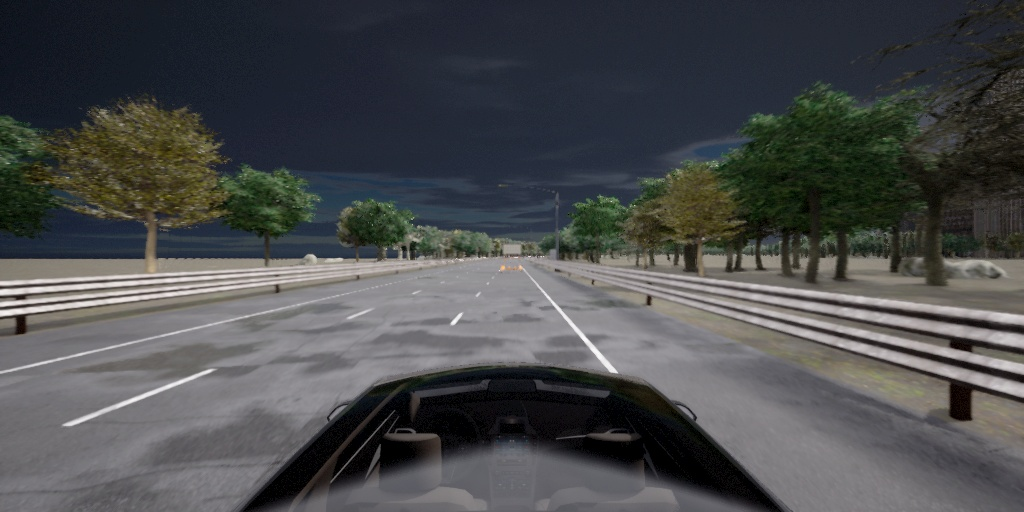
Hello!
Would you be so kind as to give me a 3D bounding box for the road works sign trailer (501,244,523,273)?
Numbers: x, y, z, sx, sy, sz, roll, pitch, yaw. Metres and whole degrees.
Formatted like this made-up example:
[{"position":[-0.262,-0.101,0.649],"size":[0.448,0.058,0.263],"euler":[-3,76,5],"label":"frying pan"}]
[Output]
[{"position":[0.006,0.214,43.258],"size":[2.380,3.560,2.880],"euler":[0,0,0],"label":"road works sign trailer"}]
